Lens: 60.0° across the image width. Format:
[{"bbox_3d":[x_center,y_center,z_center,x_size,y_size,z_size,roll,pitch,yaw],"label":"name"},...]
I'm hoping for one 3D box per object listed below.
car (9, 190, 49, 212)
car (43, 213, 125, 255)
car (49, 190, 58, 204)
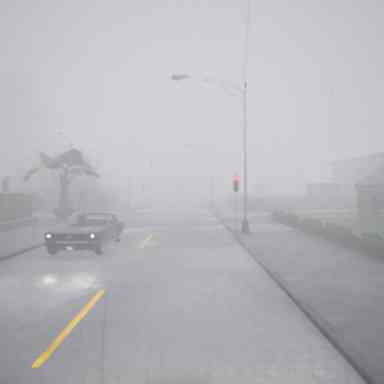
[{"bbox_3d":[-17.541,1.031,32.629,5.566,2.045,2.150,0,0,-2],"label":"car"},{"bbox_3d":[-4.005,1.524,13.105,1.895,1.301,4.718,0,0,0],"label":"car"},{"bbox_3d":[-19.774,0.725,44.533,1.905,1.878,3.866,0,0,35],"label":"car"}]
